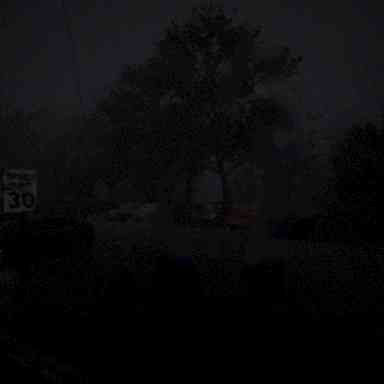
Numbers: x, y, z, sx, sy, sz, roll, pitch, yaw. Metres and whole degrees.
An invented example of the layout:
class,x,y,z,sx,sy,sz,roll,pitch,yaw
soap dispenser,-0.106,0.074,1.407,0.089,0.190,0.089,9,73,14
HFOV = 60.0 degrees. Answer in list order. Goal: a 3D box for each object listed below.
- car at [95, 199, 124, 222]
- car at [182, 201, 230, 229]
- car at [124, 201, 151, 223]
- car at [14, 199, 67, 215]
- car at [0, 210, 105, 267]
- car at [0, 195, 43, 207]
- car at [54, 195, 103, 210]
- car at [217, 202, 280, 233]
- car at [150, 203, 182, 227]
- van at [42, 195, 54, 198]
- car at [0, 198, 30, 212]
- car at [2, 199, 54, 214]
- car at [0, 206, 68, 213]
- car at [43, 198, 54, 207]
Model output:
class,x,y,z,sx,sy,sz,roll,pitch,yaw
car,-4.998,1.559,27.418,1.946,1.575,5.366,0,0,36
car,1.753,1.468,22.782,2.185,1.767,4.553,0,0,36
car,-2.649,1.613,25.938,2.002,1.452,4.674,0,0,36
car,-16.178,1.546,35.804,2.163,1.488,4.792,0,0,36
car,-5.870,1.632,12.078,2.163,1.488,4.792,0,0,36
car,-10.327,1.329,15.387,2.435,2.045,5.566,0,0,36
car,-9.353,1.289,30.846,2.435,2.045,5.566,0,0,36
car,3.973,1.604,21.125,2.097,1.535,5.008,0,0,36
car,-0.424,1.613,24.288,2.163,1.488,4.792,0,0,36
van,-13.884,1.295,34.246,1.878,1.987,4.442,0,0,36
car,-22.808,1.535,40.590,2.097,1.535,5.008,0,0,36
car,-18.314,1.547,37.355,2.163,1.488,4.792,0,0,36
car,-8.096,1.591,13.738,2.097,1.535,5.008,0,0,36
car,-11.628,1.559,32.428,2.163,1.488,4.792,0,0,36
